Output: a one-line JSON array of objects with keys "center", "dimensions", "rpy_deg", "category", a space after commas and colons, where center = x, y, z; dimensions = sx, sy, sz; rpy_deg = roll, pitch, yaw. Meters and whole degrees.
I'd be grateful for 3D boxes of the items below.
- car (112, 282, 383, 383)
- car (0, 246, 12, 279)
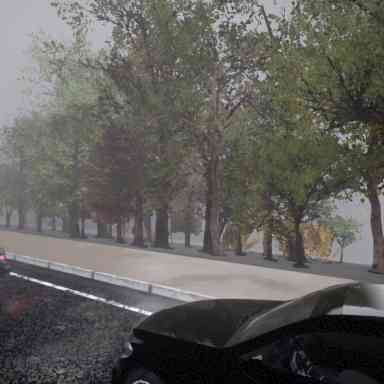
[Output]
[{"center": [1.395, 1.526, 2.689], "dimensions": [4.674, 1.442, 1.812], "rpy_deg": [0, 0, 36], "category": "car"}, {"center": [-6.705, 1.548, 8.523], "dimensions": [5.357, 1.411, 2.033], "rpy_deg": [0, 0, 36], "category": "car"}]
